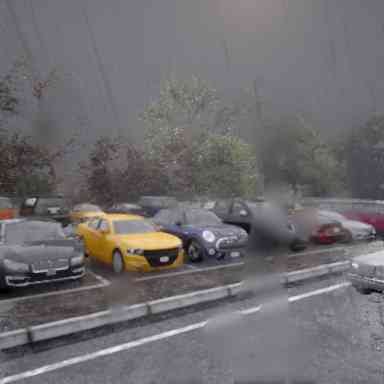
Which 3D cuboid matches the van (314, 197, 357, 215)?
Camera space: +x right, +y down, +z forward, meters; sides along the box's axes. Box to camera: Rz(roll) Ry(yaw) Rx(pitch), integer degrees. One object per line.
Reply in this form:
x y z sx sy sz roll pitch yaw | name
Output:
17.448 1.689 40.604 1.878 1.987 4.442 1 -1 -35 | van

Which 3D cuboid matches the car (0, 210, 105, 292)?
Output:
-4.424 1.467 9.114 2.231 1.521 4.892 0 0 -35 | car

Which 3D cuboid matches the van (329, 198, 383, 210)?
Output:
9.074 1.426 18.866 1.878 1.987 4.442 1 -1 -35 | van

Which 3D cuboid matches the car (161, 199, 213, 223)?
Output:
-0.530 1.494 27.902 2.185 1.767 4.553 1 -1 -35 | car

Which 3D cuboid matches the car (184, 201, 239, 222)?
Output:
1.608 1.653 29.457 2.097 1.535 5.008 1 -1 -35 | car

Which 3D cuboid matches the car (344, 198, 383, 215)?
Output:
24.170 1.903 45.501 2.435 2.045 5.566 2 -1 -35 | car

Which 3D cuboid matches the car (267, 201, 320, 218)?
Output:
10.840 1.793 35.813 1.946 1.575 5.366 1 -1 -35 | car

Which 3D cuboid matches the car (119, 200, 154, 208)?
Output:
-5.058 1.550 24.707 2.231 1.521 4.892 1 -1 -35 | car

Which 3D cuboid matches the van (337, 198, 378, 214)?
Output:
21.829 1.848 44.011 1.878 1.987 4.442 2 -1 -35 | van

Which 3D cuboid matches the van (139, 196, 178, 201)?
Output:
-2.871 1.359 26.416 1.878 1.987 4.442 1 -1 -35 | van

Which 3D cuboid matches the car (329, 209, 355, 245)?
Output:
4.600 1.611 15.572 2.163 1.488 4.792 1 -1 -35 | car

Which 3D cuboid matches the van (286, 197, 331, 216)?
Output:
13.057 1.605 37.476 1.878 1.987 4.442 1 -1 -35 | van

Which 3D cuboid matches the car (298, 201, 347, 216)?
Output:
15.240 1.866 39.181 2.097 1.535 5.008 1 -1 -35 | car

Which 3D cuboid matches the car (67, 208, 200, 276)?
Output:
-2.166 1.486 10.723 2.097 1.535 5.008 1 0 -35 | car

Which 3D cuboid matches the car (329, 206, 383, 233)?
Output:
6.876 1.657 17.160 2.002 1.452 4.674 1 -1 -35 | car

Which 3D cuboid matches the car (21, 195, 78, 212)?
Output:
-9.584 1.236 21.524 2.435 2.045 5.566 0 0 -35 | car

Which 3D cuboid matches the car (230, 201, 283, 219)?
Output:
6.223 1.726 32.744 2.231 1.521 4.892 1 -1 -35 | car

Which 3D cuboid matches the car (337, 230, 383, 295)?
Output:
5.611 1.659 7.686 4.718 1.301 1.895 1 0 -35 | car

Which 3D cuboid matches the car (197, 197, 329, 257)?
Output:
2.375 1.295 13.916 2.435 2.045 5.566 1 -1 -35 | car

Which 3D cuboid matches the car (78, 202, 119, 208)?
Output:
-7.208 1.513 22.956 1.946 1.575 5.366 1 0 -35 | car

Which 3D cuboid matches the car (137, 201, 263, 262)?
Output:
0.082 1.388 12.356 2.185 1.767 4.553 1 -1 -35 | car

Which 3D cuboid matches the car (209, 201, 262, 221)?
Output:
3.966 1.690 31.137 2.097 1.535 5.008 1 -1 -35 | car

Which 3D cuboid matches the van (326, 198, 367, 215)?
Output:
19.676 1.772 42.477 1.878 1.987 4.442 2 -1 -35 | van

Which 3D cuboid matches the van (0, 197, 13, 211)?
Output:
-11.992 1.241 19.920 1.878 1.987 4.442 0 0 -35 | van

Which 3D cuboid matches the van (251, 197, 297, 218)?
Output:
8.410 1.535 34.452 1.878 1.987 4.442 1 -1 -35 | van
